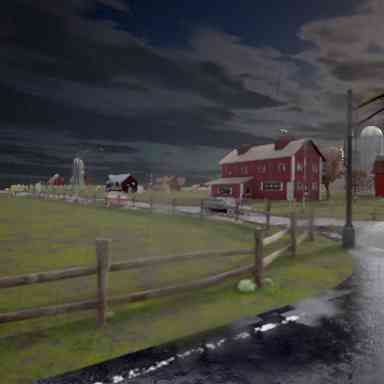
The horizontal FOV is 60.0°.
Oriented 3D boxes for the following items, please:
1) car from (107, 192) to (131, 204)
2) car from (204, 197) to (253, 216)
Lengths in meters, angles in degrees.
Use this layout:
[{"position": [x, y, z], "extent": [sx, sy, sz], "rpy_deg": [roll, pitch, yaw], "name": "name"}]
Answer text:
[{"position": [-10.290, 0.756, 46.537], "extent": [2.097, 1.767, 4.553], "rpy_deg": [1, 0, -35], "name": "car"}, {"position": [2.949, 1.194, 27.828], "extent": [2.128, 1.511, 4.902], "rpy_deg": [1, 0, -35], "name": "car"}]
